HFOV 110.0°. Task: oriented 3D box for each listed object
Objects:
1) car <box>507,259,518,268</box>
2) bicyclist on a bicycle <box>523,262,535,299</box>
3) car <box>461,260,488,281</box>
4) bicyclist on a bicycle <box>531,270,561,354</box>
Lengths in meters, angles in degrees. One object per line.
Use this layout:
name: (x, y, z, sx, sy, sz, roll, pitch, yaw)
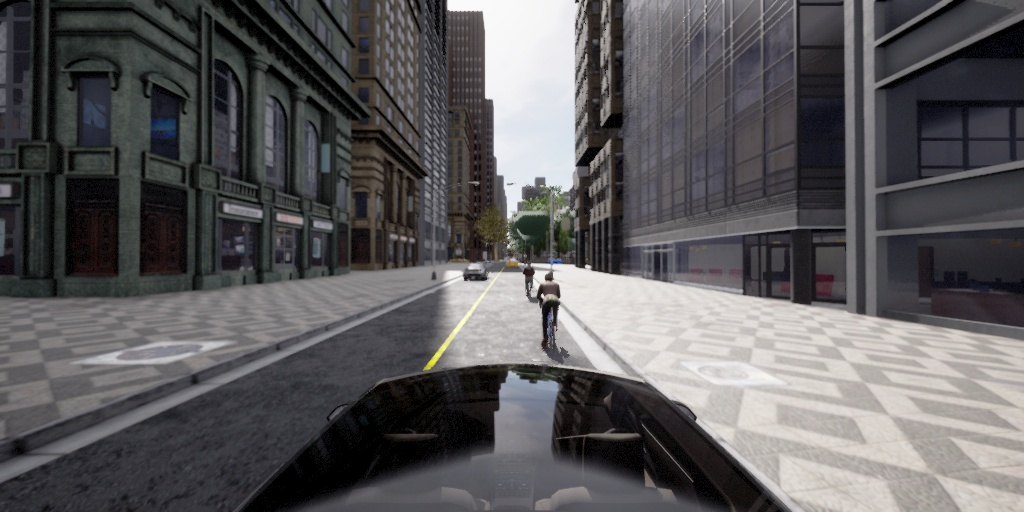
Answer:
car: (0.104, 1.369, 63.872, 1.882, 1.535, 5.008, 0, 0, 0)
bicyclist on a bicycle: (0.825, 1.147, 17.493, 0.659, 1.776, 1.843, 0, 0, 0)
car: (-3.097, 1.353, 31.367, 2.033, 1.411, 5.357, 0, 0, 0)
bicyclist on a bicycle: (0.824, 1.212, 7.881, 0.582, 1.620, 1.656, 0, 0, 0)
